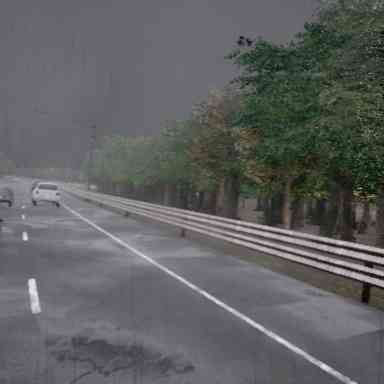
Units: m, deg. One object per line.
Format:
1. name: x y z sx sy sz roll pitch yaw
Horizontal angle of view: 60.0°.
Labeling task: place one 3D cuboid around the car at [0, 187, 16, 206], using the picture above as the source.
1. car: -15.254 0.296 26.604 2.033 1.411 5.357 6 0 -27

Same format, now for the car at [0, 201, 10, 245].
1. car: -6.173 1.068 8.938 1.895 1.301 4.718 6 0 -28

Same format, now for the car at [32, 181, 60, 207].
1. car: -13.427 0.168 30.616 2.150 2.045 5.566 6 0 -27

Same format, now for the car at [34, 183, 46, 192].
1. car: -31.220 -0.924 68.250 2.033 1.411 5.357 6 0 -24
